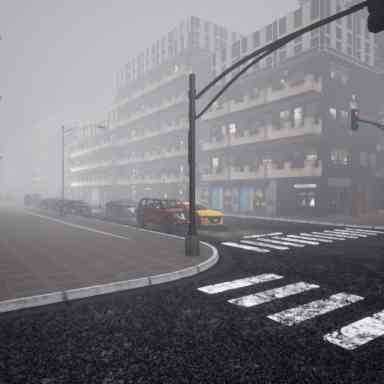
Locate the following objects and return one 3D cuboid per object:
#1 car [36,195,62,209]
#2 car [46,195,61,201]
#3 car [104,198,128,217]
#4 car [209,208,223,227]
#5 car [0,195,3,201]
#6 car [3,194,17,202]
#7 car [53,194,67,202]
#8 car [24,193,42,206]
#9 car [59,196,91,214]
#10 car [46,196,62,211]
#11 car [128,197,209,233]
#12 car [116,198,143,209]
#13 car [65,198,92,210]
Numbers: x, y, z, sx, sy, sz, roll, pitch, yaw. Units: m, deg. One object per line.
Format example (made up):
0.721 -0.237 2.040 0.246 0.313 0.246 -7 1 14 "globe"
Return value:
-18.171 1.436 42.615 1.947 1.339 4.313 0 0 -36 "car"
-31.309 1.379 75.058 2.008 1.369 4.403 0 0 -36 "car"
-6.555 1.404 30.979 2.128 1.511 4.902 0 0 -36 "car"
-0.024 1.423 21.957 1.882 1.535 5.008 0 0 -36 "car"
-41.421 1.269 74.733 1.967 1.590 4.097 0 0 -36 "car"
-38.099 1.412 70.146 1.802 1.307 4.206 0 0 -36 "car"
-27.989 1.269 70.471 1.967 1.590 4.097 0 0 -36 "car"
-24.813 1.162 51.791 2.192 1.841 5.009 0 0 -36 "car"
-11.528 1.444 33.436 1.887 1.381 4.507 0 0 -36 "car"
-14.850 1.451 38.025 1.947 1.339 4.313 0 0 -36 "car"
-1.563 1.264 19.670 2.192 1.841 5.009 0 0 -36 "car"
-8.061 1.465 42.940 1.802 1.307 4.206 0 0 -36 "car"
-14.332 1.478 41.765 1.895 1.301 4.718 0 0 -36 "car"
